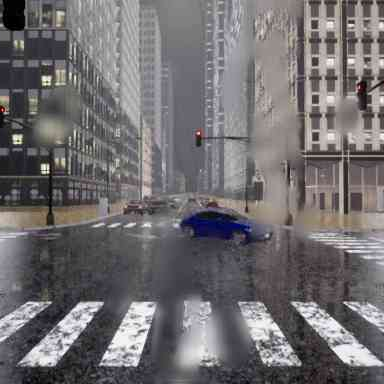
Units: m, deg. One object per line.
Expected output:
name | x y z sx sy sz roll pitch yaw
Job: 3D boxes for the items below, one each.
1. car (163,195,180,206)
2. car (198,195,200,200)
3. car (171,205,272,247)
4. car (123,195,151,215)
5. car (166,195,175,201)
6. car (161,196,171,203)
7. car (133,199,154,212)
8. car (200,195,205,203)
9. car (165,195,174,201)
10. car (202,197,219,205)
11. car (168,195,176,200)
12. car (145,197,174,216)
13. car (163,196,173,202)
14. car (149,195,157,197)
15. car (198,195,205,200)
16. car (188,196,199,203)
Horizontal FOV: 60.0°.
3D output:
car | -3.113 1.564 45.271 2.033 1.411 5.357 0 0 0
car | 2.681 1.590 61.722 1.947 1.339 4.313 1 0 0
car | 1.408 1.531 15.340 4.674 1.442 1.812 0 1 43
car | -5.686 1.453 33.774 1.967 1.590 4.097 1 0 0
car | -5.709 1.587 89.526 2.008 1.369 4.403 1 0 0
car | -5.703 1.573 72.800 1.887 1.381 4.507 1 0 0
car | -5.692 1.597 39.349 1.802 1.307 4.206 1 0 0
car | 2.684 1.547 56.315 1.752 1.417 4.829 1 0 0
car | -5.707 1.578 83.950 1.887 1.381 4.507 1 0 0
car | 2.686 1.599 44.989 1.802 1.307 4.206 1 0 0
car | -5.712 1.605 95.101 1.947 1.339 4.313 1 0 0
car | -3.110 1.517 32.415 1.837 1.490 4.892 0 0 0
car | -5.705 1.582 78.375 2.008 1.369 4.403 1 0 0
car | -5.688 1.332 44.924 2.192 1.841 5.009 1 0 0
car | 2.669 1.584 95.185 1.887 1.381 4.507 1 0 0
car | 0.057 1.574 70.490 2.033 1.411 5.357 0 0 0
